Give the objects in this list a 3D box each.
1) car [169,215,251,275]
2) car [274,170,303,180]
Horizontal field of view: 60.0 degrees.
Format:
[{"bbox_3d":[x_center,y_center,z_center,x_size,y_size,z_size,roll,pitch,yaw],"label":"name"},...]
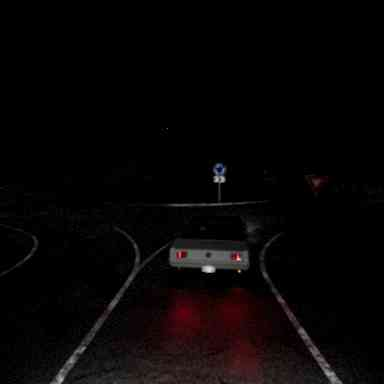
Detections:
[{"bbox_3d":[0.725,1.321,9.688,1.895,1.301,4.718,1,4,9],"label":"car"},{"bbox_3d":[14.747,-2.666,50.872,1.812,1.442,4.674,-4,7,-37],"label":"car"}]
